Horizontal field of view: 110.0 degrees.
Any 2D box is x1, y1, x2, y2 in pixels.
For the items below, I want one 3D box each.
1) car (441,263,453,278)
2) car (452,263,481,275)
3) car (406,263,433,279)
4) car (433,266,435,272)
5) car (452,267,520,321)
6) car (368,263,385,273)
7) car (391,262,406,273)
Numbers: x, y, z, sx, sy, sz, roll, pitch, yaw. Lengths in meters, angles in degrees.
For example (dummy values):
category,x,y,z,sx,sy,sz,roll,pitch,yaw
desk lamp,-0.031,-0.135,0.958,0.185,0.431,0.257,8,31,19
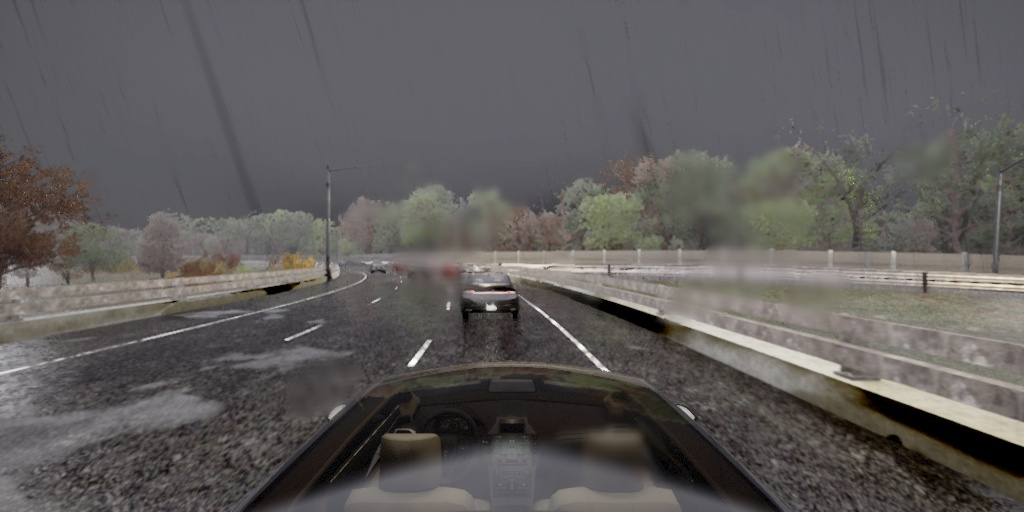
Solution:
category,x,y,z,sx,sy,sz,roll,pitch,yaw
car,-6.477,1.504,38.522,1.882,1.535,5.008,0,0,-19
car,-2.853,1.420,25.376,2.128,1.511,4.902,0,0,-12
car,-9.622,1.523,36.921,1.837,1.490,4.892,0,0,-18
car,-12.905,1.705,53.428,1.994,1.385,4.181,0,0,-27
car,-0.835,1.326,12.990,2.128,1.511,4.902,0,0,-5
car,-18.808,1.664,49.746,2.033,1.411,5.357,0,0,-27
car,-16.464,1.615,52.712,1.882,1.535,5.008,0,0,-28
